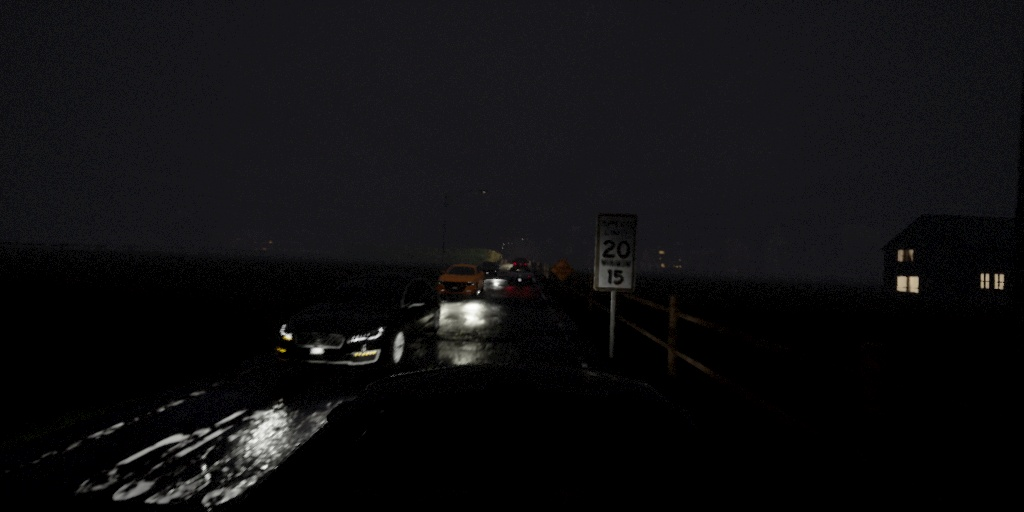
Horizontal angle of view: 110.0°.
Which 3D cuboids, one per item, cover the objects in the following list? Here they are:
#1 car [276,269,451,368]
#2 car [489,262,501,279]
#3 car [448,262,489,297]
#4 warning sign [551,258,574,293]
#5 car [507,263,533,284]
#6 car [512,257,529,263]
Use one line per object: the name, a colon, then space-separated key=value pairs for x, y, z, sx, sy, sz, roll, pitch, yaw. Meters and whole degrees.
car: x=-2.800 y=1.154 z=7.705 sx=1.837 sy=1.490 sz=4.892 roll=2 pitch=0 yaw=1
car: x=-2.133 y=1.292 z=34.255 sx=1.837 sy=1.490 sz=4.892 roll=2 pitch=-1 yaw=2
car: x=-2.533 y=1.178 z=18.754 sx=1.882 sy=1.535 sz=5.008 roll=2 pitch=0 yaw=1
warning sign: x=2.768 y=1.051 z=20.023 sx=1.300 sy=1.860 sz=1.060 roll=0 pitch=0 yaw=1
car: x=0.645 y=1.480 z=28.527 sx=1.895 sy=1.301 sz=4.718 roll=2 pitch=0 yaw=2
car: x=1.185 y=1.238 z=50.746 sx=2.150 sy=2.045 sz=5.566 roll=2 pitch=0 yaw=1
